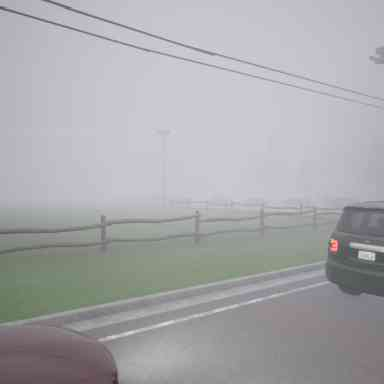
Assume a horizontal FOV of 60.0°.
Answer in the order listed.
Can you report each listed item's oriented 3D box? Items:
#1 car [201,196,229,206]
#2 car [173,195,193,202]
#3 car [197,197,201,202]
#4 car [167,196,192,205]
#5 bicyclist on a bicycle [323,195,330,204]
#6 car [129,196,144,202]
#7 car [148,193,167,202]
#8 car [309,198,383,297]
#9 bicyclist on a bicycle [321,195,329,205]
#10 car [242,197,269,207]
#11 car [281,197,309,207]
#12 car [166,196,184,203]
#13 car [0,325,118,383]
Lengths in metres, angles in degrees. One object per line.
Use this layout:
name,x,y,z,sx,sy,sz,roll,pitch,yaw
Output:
car,4.092,1.506,55.472,1.837,1.490,4.892,0,0,-34
car,-2.137,1.542,77.091,2.033,1.411,5.357,0,0,-34
car,3.005,1.526,75.721,1.812,1.442,4.674,0,0,-34
car,-1.905,1.506,58.122,1.837,1.490,4.892,0,0,-34
bicyclist on a bicycle,22.168,1.304,54.467,1.656,1.620,0.582,0,0,-44
car,-12.232,1.526,73.286,2.128,1.511,4.902,0,0,-34
car,-7.617,1.226,72.703,2.150,2.045,5.566,0,0,-34
car,5.320,1.222,7.398,5.566,2.045,2.150,0,0,-34
bicyclist on a bicycle,22.031,1.304,55.015,0.582,1.620,1.656,0,0,43
car,9.969,1.493,52.984,2.128,1.511,4.902,0,0,-34
car,15.772,1.506,50.569,1.837,1.490,4.892,0,0,-33
car,-3.817,1.526,73.320,1.812,1.442,4.674,0,0,-34
car,-2.719,1.526,1.885,4.674,1.442,1.812,0,0,-34
